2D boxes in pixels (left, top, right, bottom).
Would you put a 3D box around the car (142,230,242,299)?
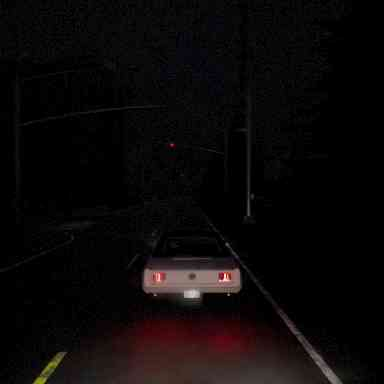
[{"bbox_3d":[-0.036,1.601,8.377,1.895,1.301,4.718,0,0,-1],"label":"car"}]
